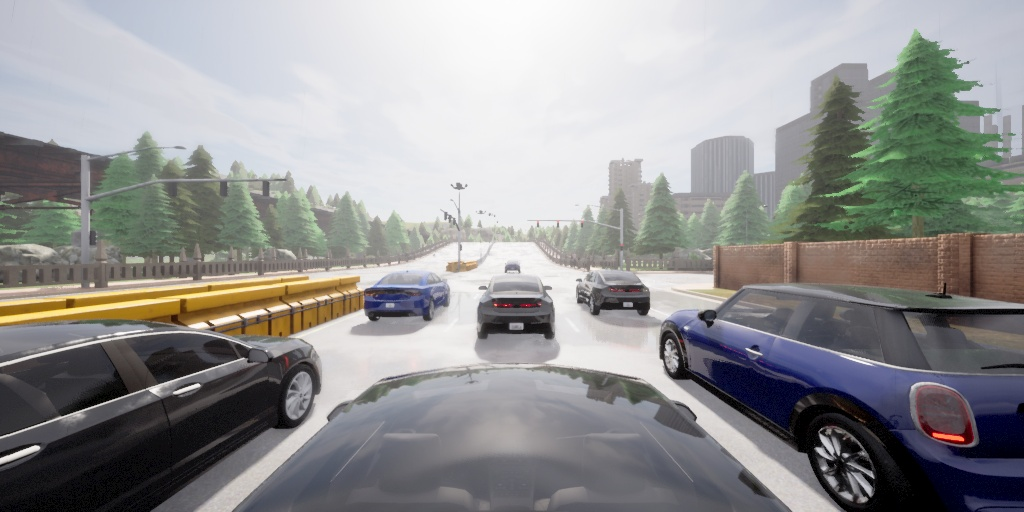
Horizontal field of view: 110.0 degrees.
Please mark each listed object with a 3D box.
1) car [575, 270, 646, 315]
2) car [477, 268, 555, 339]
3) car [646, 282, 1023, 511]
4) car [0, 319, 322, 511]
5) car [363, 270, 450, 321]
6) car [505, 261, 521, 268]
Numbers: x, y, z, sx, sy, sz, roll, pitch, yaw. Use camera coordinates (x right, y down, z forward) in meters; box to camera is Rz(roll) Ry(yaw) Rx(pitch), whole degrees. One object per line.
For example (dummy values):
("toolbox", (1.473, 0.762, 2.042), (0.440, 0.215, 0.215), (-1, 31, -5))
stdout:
("car", (3.616, 1.255, 13.491), (1.837, 1.490, 4.892), (0, 0, 1))
("car", (0.097, 1.255, 10.057), (1.837, 1.490, 4.892), (0, 0, 0))
("car", (3.601, 1.102, 4.406), (2.097, 1.767, 4.553), (0, 0, 0))
("car", (-3.400, 1.255, 2.750), (1.837, 1.490, 4.892), (0, 0, 0))
("car", (-3.402, 1.228, 12.480), (1.882, 1.535, 5.008), (0, 0, 0))
("car", (0.076, 1.276, 44.042), (1.812, 1.442, 4.674), (0, 0, 0))
